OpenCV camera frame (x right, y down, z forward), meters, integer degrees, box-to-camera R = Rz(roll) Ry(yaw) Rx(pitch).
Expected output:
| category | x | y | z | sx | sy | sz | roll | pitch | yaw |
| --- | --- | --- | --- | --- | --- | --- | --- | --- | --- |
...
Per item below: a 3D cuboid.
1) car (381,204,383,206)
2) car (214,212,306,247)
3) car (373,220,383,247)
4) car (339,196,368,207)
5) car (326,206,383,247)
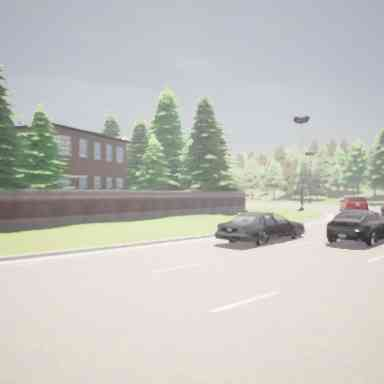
| category | x | y | z | sx | sy | sz | roll | pitch | yaw |
| --- | --- | --- | --- | --- | --- | --- | --- | --- | --- |
| car | 19.684 | 1.556 | 32.271 | 2.097 | 1.767 | 4.553 | 0 | -1 | 23 |
| car | 3.384 | 1.662 | 15.856 | 5.357 | 1.411 | 2.033 | 0 | -1 | -44 |
| car | 7.738 | 1.612 | 10.353 | 5.357 | 1.411 | 2.033 | 0 | -1 | -44 |
| car | 17.657 | 1.461 | 36.456 | 2.150 | 2.045 | 5.566 | 0 | 0 | 16 |
| car | 7.974 | 1.607 | 15.631 | 1.837 | 1.490 | 4.892 | 0 | 0 | 44 |
